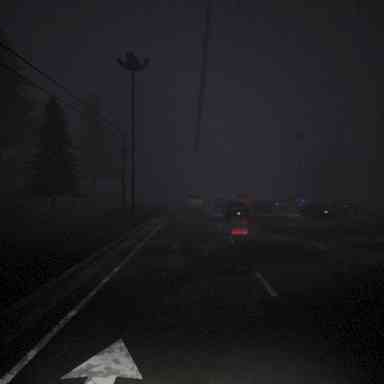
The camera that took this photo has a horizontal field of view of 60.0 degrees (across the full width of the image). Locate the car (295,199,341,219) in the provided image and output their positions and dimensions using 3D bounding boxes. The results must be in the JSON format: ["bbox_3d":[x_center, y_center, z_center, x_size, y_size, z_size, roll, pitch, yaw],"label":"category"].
[{"bbox_3d":[10.765,1.562,28.690,1.994,1.385,4.181,0,0,0],"label":"car"}]

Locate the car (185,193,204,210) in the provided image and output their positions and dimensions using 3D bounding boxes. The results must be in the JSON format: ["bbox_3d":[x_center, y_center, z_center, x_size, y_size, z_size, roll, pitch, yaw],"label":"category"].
[{"bbox_3d":[0.339,1.214,42.868,2.150,2.045,5.566,0,-1,1],"label":"car"}]

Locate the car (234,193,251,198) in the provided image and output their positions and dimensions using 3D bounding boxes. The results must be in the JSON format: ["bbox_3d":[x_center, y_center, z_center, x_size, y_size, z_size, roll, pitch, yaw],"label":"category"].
[{"bbox_3d":[7.364,1.219,48.333,2.150,2.045,5.566,0,0,1],"label":"car"}]

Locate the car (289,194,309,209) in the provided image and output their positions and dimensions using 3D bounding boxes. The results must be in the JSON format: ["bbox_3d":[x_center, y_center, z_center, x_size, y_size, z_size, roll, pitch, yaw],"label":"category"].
[{"bbox_3d":[14.355,1.219,45.569,2.150,2.045,5.566,0,0,0],"label":"car"}]

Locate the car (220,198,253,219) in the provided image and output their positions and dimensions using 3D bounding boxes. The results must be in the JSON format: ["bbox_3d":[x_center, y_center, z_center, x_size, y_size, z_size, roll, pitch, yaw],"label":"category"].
[{"bbox_3d":[3.770,1.500,29.085,1.837,1.490,4.892,0,-1,0],"label":"car"}]

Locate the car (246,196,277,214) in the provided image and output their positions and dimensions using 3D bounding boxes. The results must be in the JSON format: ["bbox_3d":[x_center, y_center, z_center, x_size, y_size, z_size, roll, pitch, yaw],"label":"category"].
[{"bbox_3d":[7.307,1.476,35.714,1.882,1.535,5.008,0,0,0],"label":"car"}]

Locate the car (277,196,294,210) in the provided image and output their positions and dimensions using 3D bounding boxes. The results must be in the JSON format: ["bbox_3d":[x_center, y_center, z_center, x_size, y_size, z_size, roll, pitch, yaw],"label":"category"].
[{"bbox_3d":[10.818,1.545,42.241,2.033,1.411,5.357,0,0,1],"label":"car"}]

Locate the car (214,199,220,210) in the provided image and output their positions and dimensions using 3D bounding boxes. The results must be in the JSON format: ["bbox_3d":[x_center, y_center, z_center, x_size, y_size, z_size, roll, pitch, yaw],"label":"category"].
[{"bbox_3d":[3.827,1.545,43.237,2.033,1.411,5.357,0,0,1],"label":"car"}]

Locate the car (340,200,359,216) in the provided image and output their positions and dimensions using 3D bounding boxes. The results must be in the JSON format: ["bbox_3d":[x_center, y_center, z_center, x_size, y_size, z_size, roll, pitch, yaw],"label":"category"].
[{"bbox_3d":[14.284,1.488,32.236,2.128,1.511,4.902,0,0,0],"label":"car"}]

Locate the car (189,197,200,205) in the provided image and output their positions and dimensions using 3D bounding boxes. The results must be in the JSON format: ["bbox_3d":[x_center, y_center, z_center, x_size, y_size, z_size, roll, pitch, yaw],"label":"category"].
[{"bbox_3d":[0.455,1.560,61.248,1.994,1.385,4.181,0,0,0],"label":"car"}]
